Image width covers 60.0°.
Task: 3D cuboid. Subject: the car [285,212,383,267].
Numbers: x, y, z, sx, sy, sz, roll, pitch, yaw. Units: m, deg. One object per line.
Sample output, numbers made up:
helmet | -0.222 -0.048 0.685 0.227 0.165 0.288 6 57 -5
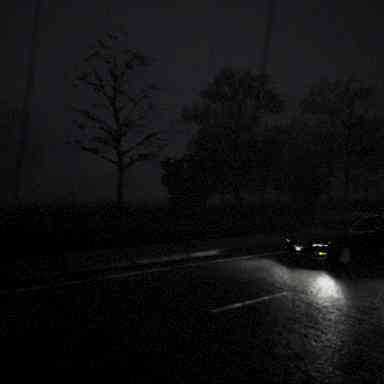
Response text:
car | 5.338 1.480 11.402 4.892 1.490 1.837 0 0 -30
